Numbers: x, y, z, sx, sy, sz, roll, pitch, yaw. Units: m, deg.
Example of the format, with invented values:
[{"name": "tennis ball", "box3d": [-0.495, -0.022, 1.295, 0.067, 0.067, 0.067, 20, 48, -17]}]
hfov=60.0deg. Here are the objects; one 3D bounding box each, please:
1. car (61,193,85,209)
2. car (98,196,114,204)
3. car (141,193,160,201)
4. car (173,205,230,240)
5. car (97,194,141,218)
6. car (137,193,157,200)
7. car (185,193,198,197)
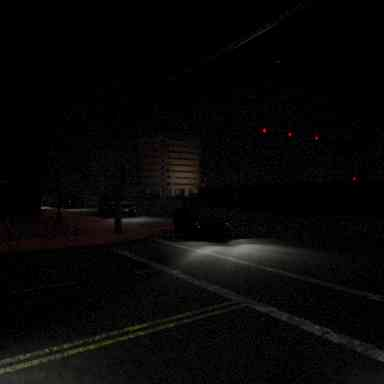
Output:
[{"name": "car", "box3d": [-16.389, 1.222, 45.624, 2.150, 2.045, 5.566, 0, 0, -33]}, {"name": "car", "box3d": [-17.252, 1.526, 66.768, 1.812, 1.442, 4.674, 0, 0, -33]}, {"name": "car", "box3d": [-9.827, 1.156, 81.483, 3.866, 1.878, 1.905, 0, 0, -34]}, {"name": "car", "box3d": [0.360, 1.477, 17.486, 1.882, 1.535, 5.008, 0, 0, -17]}, {"name": "car", "box3d": [-7.164, 1.222, 31.182, 2.150, 2.045, 5.566, 0, 0, -33]}, {"name": "car", "box3d": [-11.404, 1.153, 83.910, 4.605, 1.855, 1.932, 0, 0, -34]}, {"name": "car", "box3d": [1.207, 1.156, 65.255, 3.866, 1.878, 1.905, 0, 0, -34]}]
